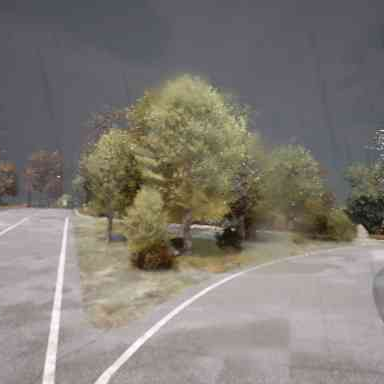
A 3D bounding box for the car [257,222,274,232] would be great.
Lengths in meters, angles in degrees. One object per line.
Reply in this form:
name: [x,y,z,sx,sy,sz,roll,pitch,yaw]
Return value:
car: [4.133,2.276,25.248,4.181,1.385,1.994,3,-6,13]
